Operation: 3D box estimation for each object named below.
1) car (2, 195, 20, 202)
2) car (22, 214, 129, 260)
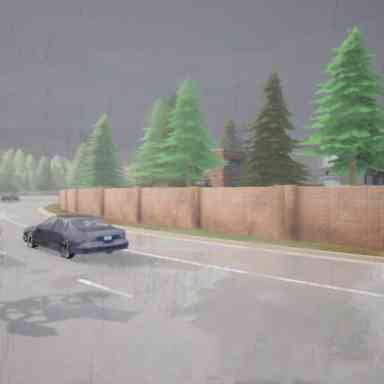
[{"bbox_3d":[-39.514,1.336,72.595,1.837,1.490,4.892,0,0,0],"label":"car"},{"bbox_3d":[-4.575,1.549,12.614,5.357,1.411,2.033,0,0,44],"label":"car"}]
